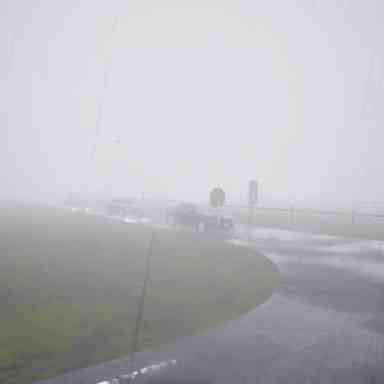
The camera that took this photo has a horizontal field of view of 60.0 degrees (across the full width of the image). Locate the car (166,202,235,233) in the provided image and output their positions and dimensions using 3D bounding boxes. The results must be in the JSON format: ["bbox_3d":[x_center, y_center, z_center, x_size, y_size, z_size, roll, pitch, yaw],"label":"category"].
[{"bbox_3d":[0.367,1.376,19.137,1.882,1.535,5.008,2,0,-34],"label":"car"}]

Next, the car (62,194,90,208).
[{"bbox_3d":[-13.477,1.026,38.577,1.812,1.442,4.674,2,0,-37],"label":"car"}]

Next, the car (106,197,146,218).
[{"bbox_3d":[-5.527,1.233,27.432,1.837,1.490,4.892,2,0,-36],"label":"car"}]
